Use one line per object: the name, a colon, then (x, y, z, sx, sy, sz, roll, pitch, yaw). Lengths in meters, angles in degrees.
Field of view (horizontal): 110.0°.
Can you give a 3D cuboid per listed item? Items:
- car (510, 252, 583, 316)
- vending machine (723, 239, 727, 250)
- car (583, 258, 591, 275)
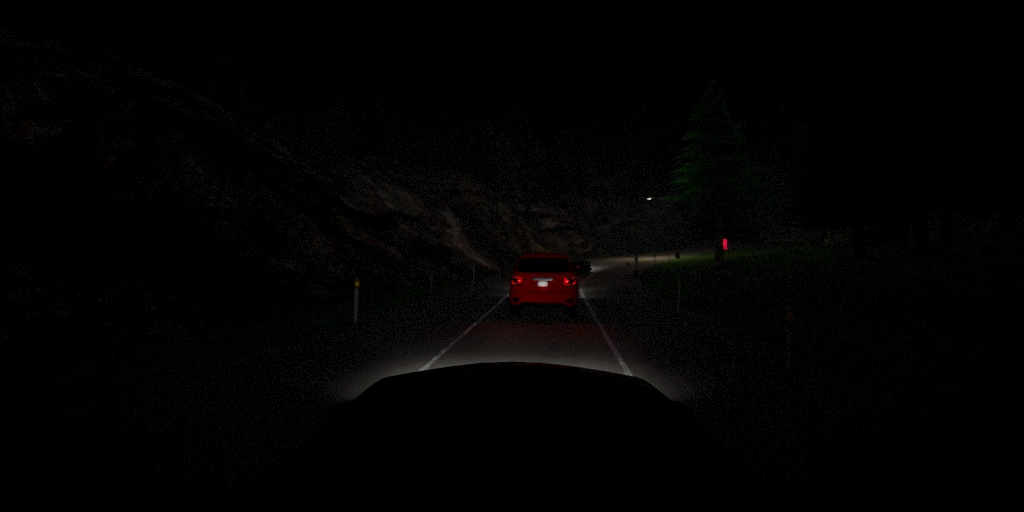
car: (1.240, 0.880, 13.192, 2.150, 2.045, 5.566, 0, 1, 7)
vending machine: (30.573, -1.970, 52.194, 0.880, 2.100, 1.100, 0, 0, -30)
car: (5.380, 0.795, 30.051, 1.895, 1.301, 4.718, 0, 2, 22)
